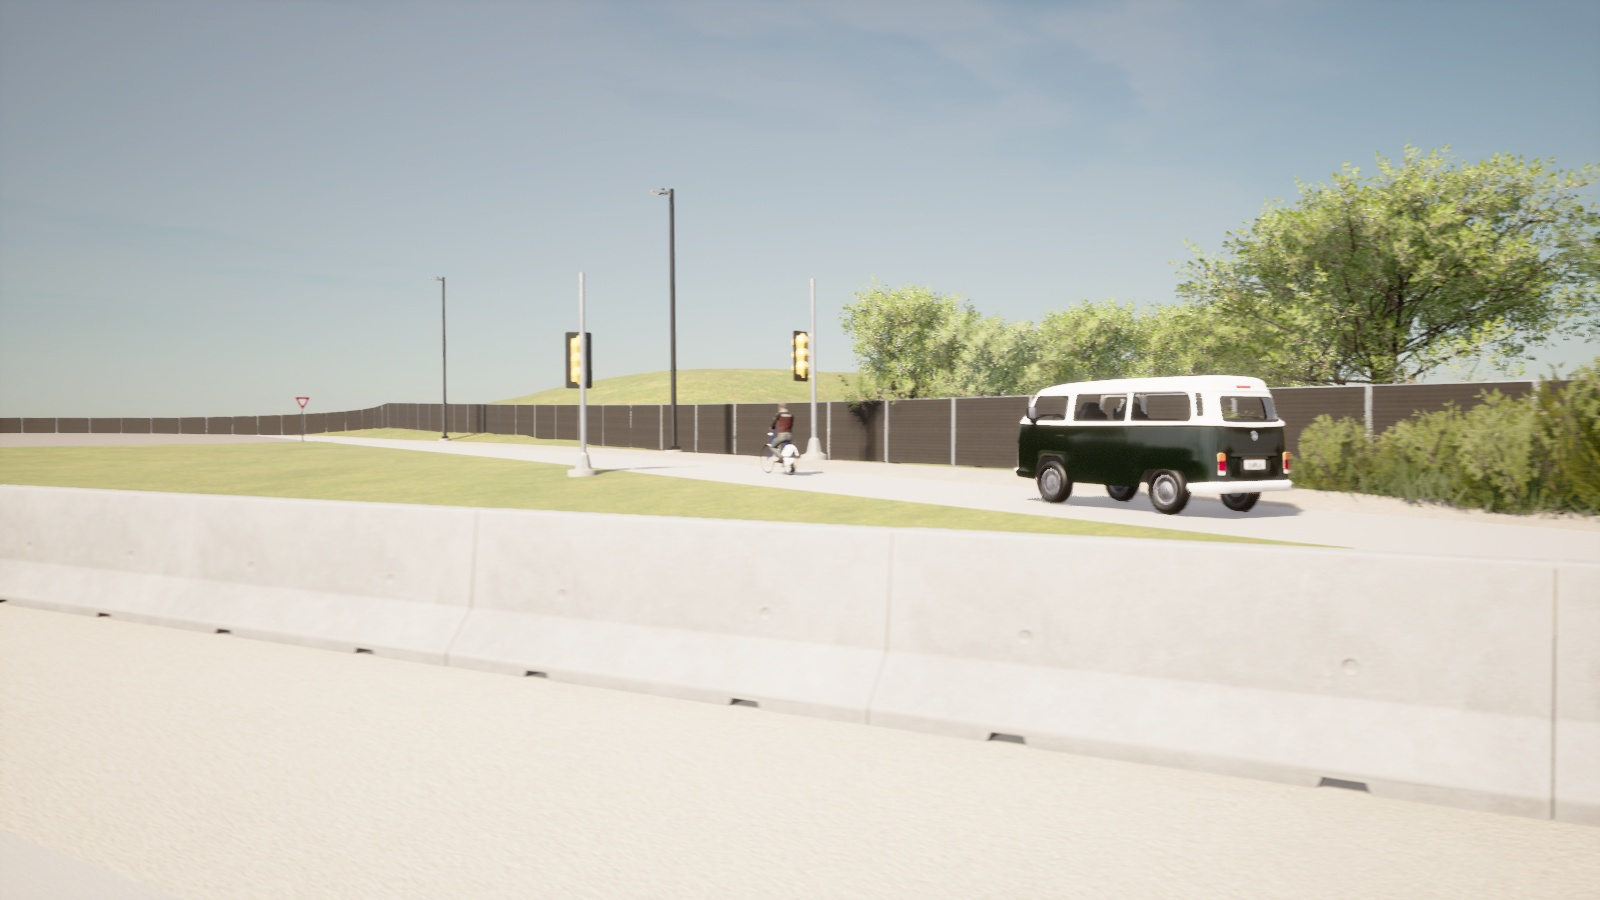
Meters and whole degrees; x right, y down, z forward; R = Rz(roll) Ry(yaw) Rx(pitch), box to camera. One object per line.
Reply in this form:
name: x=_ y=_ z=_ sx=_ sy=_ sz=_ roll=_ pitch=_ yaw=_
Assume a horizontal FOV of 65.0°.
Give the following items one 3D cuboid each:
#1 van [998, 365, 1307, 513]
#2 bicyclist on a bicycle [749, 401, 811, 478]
van: x=5.362 y=-0.211 z=19.712 sx=2.069 sy=2.038 sz=4.480 roll=-2 pitch=2 yaw=-30
bicyclist on a bicycle: x=-0.497 y=-0.269 z=30.042 sx=0.659 sy=1.776 sz=1.843 roll=-2 pitch=2 yaw=-29
